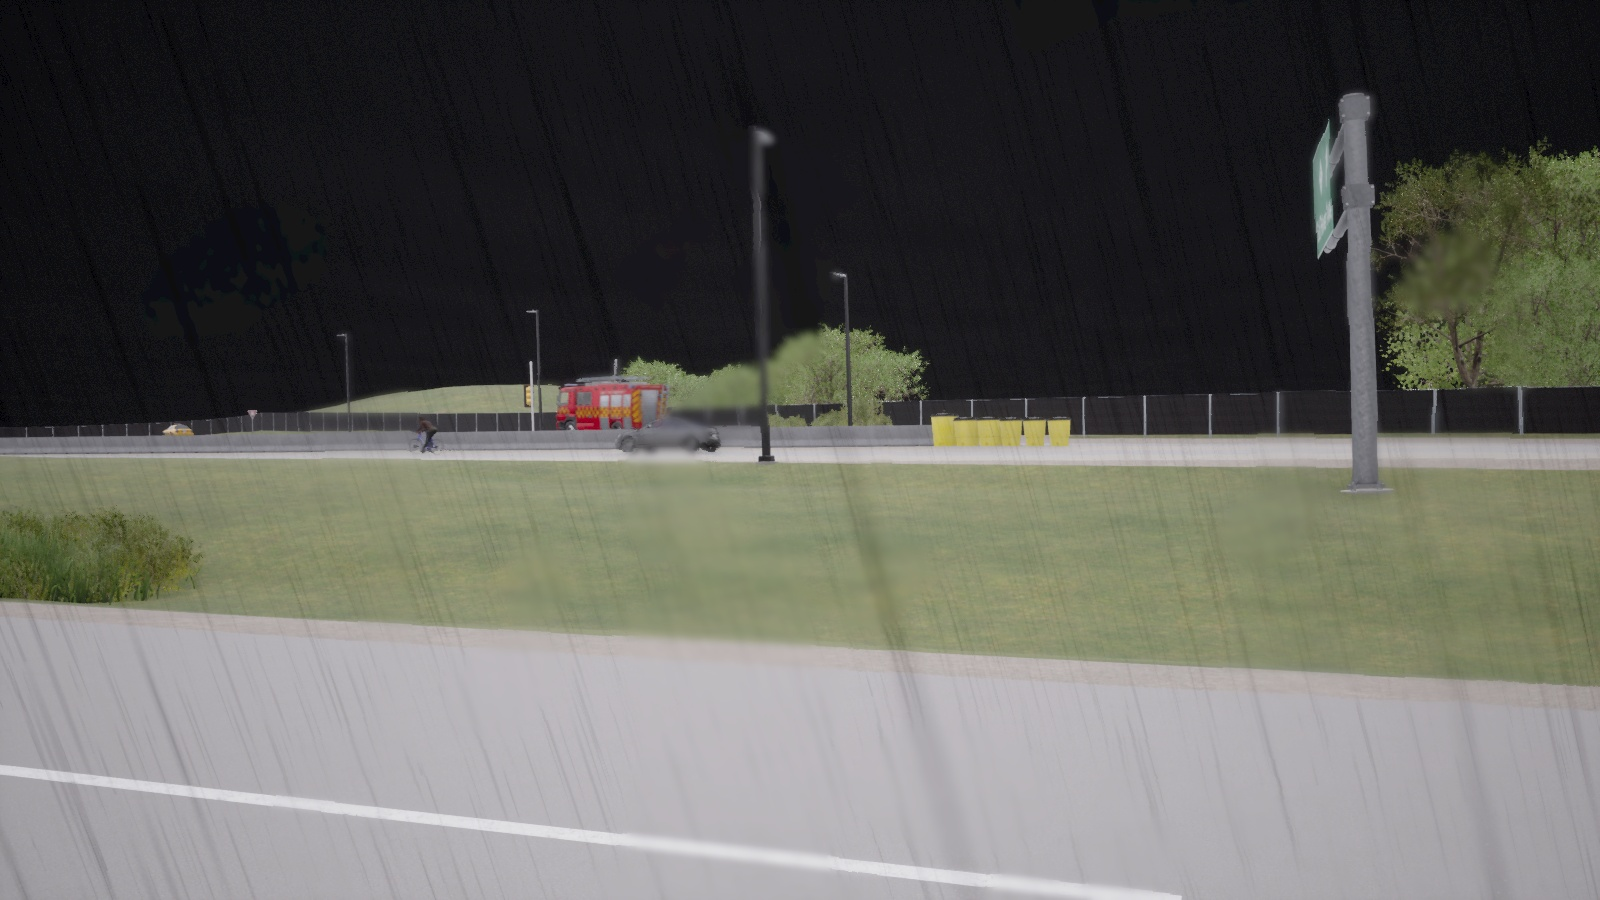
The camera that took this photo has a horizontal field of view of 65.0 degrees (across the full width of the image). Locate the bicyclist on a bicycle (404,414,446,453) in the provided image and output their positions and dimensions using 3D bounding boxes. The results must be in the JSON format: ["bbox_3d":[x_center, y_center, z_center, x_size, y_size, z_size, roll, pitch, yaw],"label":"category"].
[{"bbox_3d":[-15.818,-0.692,53.014,1.656,1.620,0.582,0,1,19],"label":"bicyclist on a bicycle"}]

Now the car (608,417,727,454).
[{"bbox_3d":[-5.185,-0.561,49.310,4.181,1.385,1.994,0,1,19],"label":"car"}]

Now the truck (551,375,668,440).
[{"bbox_3d":[-12.013,-2.643,78.619,2.891,3.827,8.468,-2,2,-44],"label":"truck"}]
